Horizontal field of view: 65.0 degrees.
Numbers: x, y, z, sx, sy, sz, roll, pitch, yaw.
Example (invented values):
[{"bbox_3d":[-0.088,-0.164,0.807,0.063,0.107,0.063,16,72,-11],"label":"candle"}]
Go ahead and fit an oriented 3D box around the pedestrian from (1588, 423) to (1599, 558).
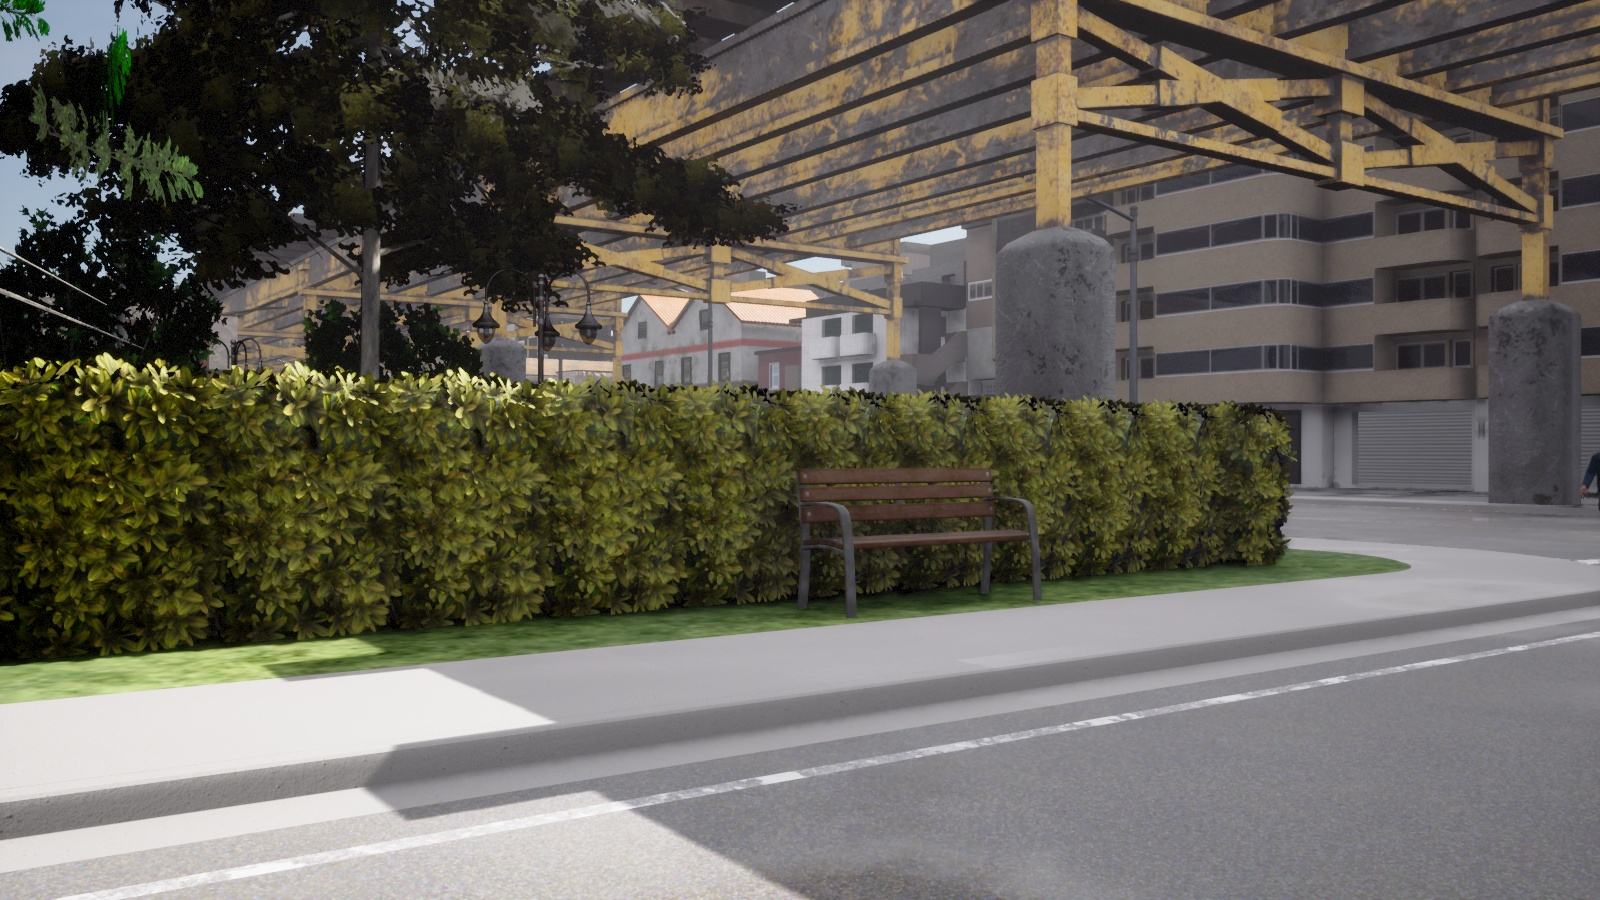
[{"bbox_3d":[11.284,0.554,17.440,0.726,1.842,0.402,0,0,-42],"label":"pedestrian"}]
